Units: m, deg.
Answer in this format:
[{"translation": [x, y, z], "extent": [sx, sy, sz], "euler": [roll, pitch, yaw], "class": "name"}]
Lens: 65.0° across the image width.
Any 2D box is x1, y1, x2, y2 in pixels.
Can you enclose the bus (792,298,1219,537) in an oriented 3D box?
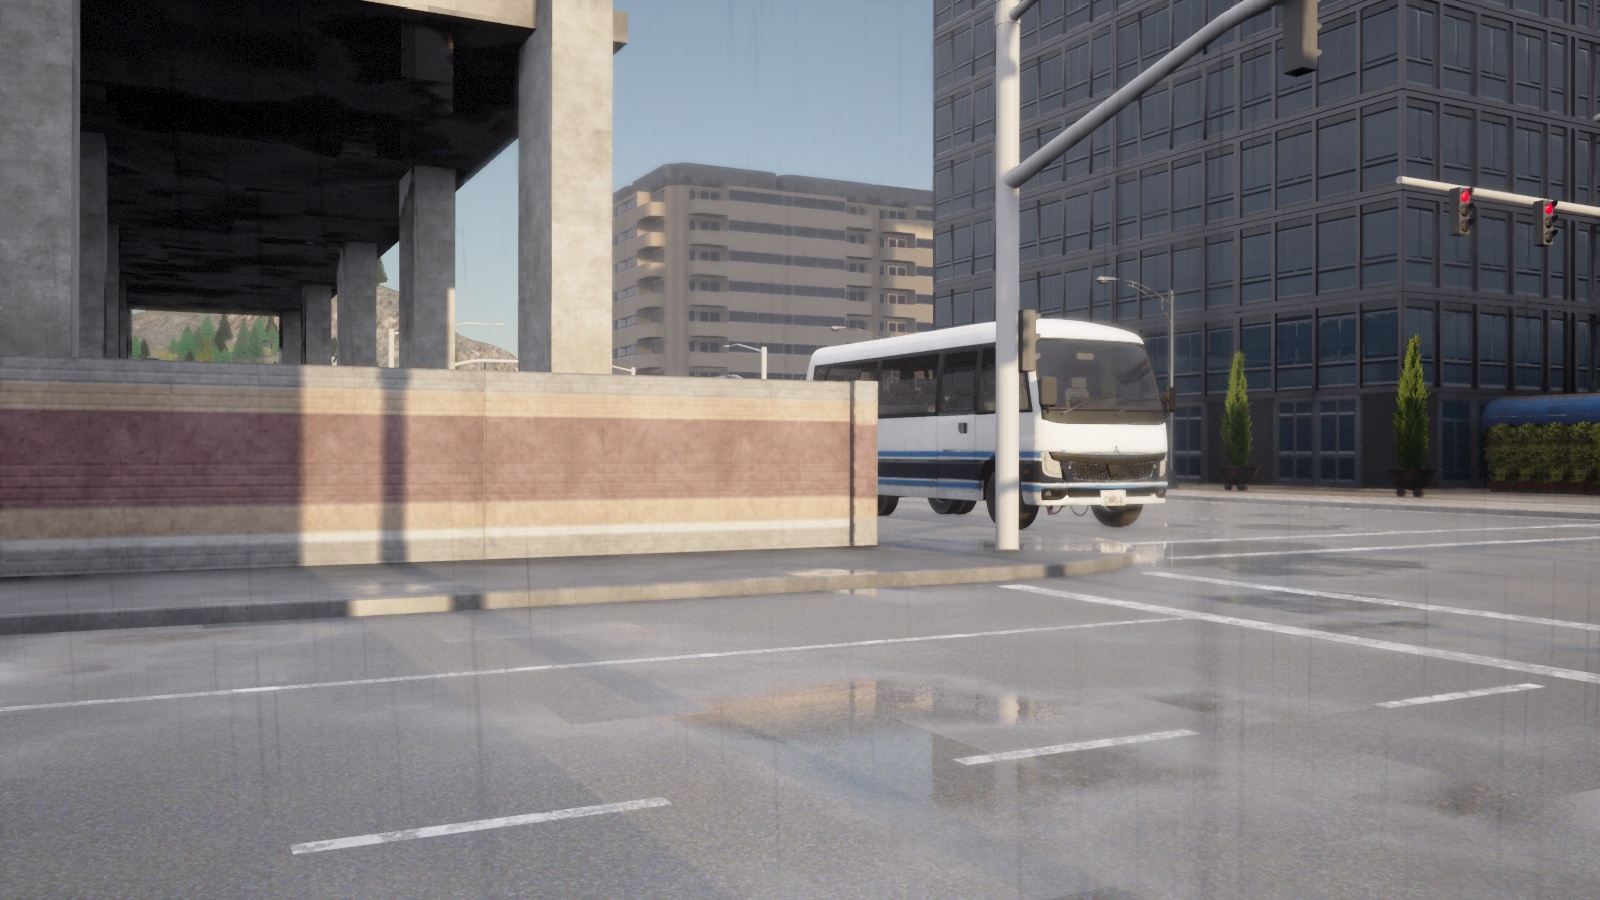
[{"translation": [3.923, -0.572, 27.769], "extent": [3.944, 4.253, 10.273], "euler": [0, 0, -27], "class": "bus"}]
